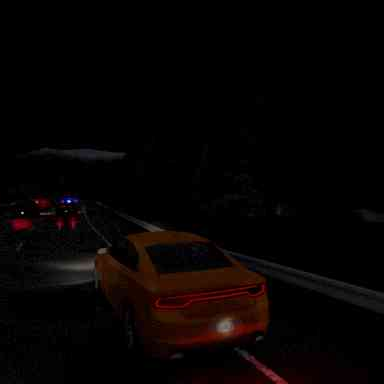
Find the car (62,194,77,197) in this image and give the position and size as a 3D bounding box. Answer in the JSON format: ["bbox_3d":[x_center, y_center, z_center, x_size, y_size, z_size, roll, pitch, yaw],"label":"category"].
[{"bbox_3d":[-15.228,1.221,41.466,2.150,2.045,5.566,0,0,-18],"label":"car"}]

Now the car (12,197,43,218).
[{"bbox_3d":[-15.010,1.505,30.175,1.837,1.490,4.892,0,0,-19],"label":"car"}]

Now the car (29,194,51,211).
[{"bbox_3d":[-18.398,1.221,40.082,2.150,2.045,5.566,0,0,-19],"label":"car"}]

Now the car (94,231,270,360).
[{"bbox_3d":[-0.621,1.478,6.291,1.882,1.535,5.008,0,0,-24],"label":"car"}]

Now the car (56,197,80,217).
[{"bbox_3d":[-11.831,1.491,31.556,2.128,1.511,4.902,0,0,-19],"label":"car"}]
